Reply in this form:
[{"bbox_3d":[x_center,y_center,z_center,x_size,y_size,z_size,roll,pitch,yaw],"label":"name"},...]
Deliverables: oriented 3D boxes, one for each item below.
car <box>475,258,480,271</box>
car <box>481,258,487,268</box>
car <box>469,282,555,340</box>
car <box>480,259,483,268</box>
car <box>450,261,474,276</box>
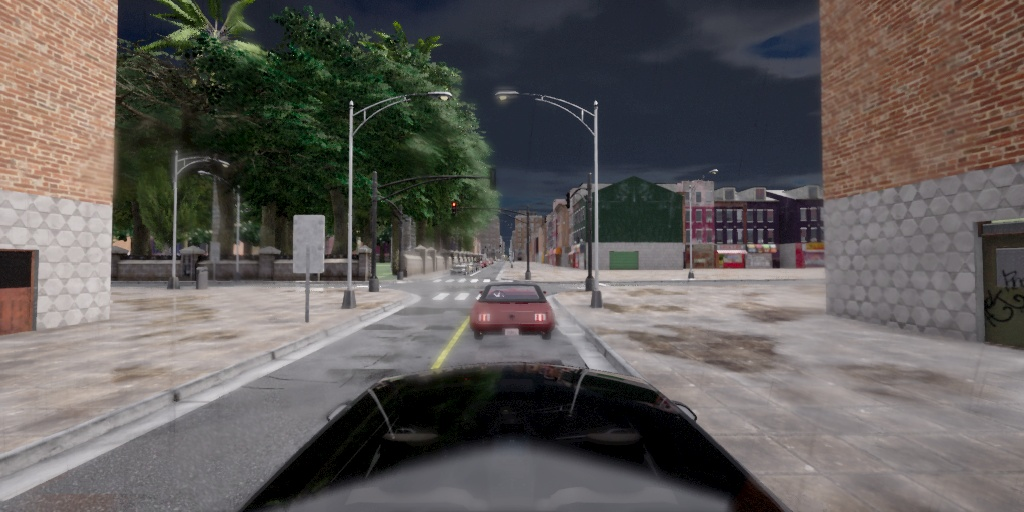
[{"bbox_3d":[-5.581,1.347,45.546,2.007,1.370,4.403,0,0,0],"label":"car"},{"bbox_3d":[-5.721,1.420,61.895,1.802,1.307,4.207,0,0,0],"label":"car"},{"bbox_3d":[0.025,1.355,9.940,1.895,1.301,4.718,0,0,0],"label":"car"},{"bbox_3d":[-5.627,1.373,50.996,1.948,1.339,4.313,0,0,0],"label":"car"},{"bbox_3d":[-5.547,1.334,38.411,2.007,1.370,4.403,0,0,0],"label":"car"}]
